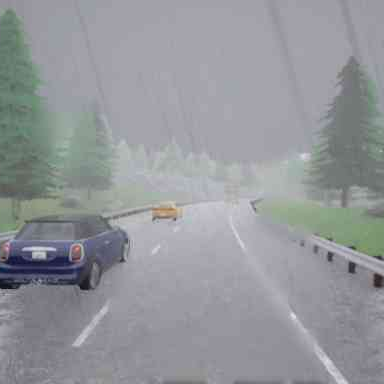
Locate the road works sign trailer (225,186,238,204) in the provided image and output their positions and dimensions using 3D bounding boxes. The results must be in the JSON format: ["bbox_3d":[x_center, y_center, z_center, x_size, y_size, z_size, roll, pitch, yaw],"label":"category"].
[{"bbox_3d":[7.867,0.548,65.435,2.380,3.560,2.880,0,0,15],"label":"road works sign trailer"}]

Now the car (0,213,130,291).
[{"bbox_3d":[-3.170,1.358,9.204,2.097,1.767,4.553,0,0,2],"label":"car"}]

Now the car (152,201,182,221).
[{"bbox_3d":[-1.958,1.503,27.307,1.882,1.535,5.008,0,0,5],"label":"car"}]
